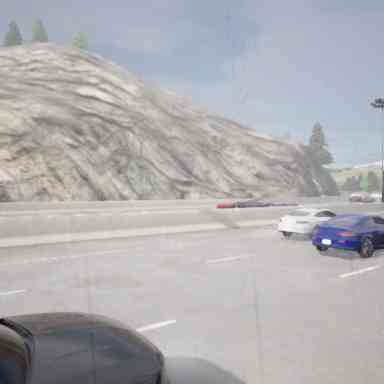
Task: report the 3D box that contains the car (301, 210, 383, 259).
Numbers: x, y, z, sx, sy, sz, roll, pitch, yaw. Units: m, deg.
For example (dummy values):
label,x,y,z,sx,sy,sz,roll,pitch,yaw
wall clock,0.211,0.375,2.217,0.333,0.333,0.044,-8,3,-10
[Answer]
label,x,y,z,sx,sy,sz,roll,pitch,yaw
car,6.447,1.526,12.643,4.674,1.442,1.812,0,0,-36

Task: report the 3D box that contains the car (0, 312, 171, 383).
label,x,y,z,sx,sy,sz,roll,pitch,yaw
car,-2.405,1.505,2.031,4.892,1.490,1.837,0,0,-36

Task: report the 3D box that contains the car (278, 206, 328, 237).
label,x,y,z,sx,sy,sz,roll,pitch,yaw
car,6.330,1.526,16.858,4.674,1.442,1.812,0,0,-36
